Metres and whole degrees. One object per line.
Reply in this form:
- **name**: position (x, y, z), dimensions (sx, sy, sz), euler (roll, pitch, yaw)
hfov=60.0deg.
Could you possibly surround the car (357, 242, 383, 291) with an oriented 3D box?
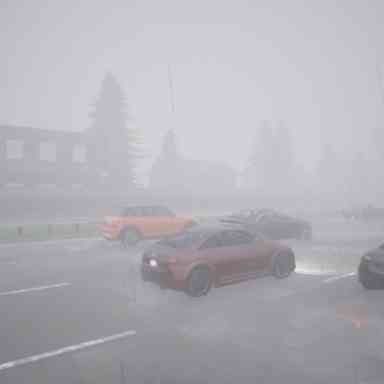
- **car**: position (5.790, 1.574, 7.882), dimensions (4.181, 1.385, 1.994), euler (0, 0, -35)

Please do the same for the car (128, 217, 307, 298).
- **car**: position (0.773, 1.570, 8.607), dimensions (4.181, 1.385, 1.994), euler (0, 0, -35)

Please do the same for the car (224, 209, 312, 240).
- **car**: position (3.320, 1.503, 14.717), dimensions (4.902, 1.511, 2.128), euler (0, 0, -35)

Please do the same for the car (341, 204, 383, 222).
- **car**: position (14.089, 1.629, 26.698), dimensions (4.718, 1.301, 1.895), euler (0, 0, -35)

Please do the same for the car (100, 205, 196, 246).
- **car**: position (-1.785, 1.358, 15.377), dimensions (4.553, 1.767, 2.097), euler (0, 0, -36)
